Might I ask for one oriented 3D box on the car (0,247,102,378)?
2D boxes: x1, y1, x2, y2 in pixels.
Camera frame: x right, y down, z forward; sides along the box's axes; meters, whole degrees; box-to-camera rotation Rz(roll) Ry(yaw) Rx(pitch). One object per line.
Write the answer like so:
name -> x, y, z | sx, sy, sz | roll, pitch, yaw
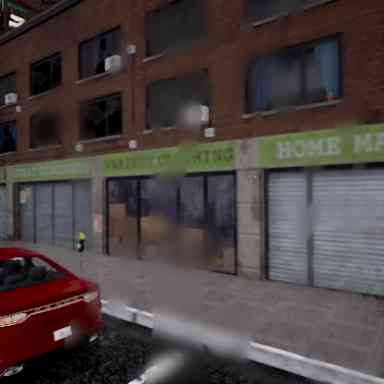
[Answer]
car -> -3.363, 1.562, 5.279 | 4.507, 1.381, 1.887 | 0, -1, 35
